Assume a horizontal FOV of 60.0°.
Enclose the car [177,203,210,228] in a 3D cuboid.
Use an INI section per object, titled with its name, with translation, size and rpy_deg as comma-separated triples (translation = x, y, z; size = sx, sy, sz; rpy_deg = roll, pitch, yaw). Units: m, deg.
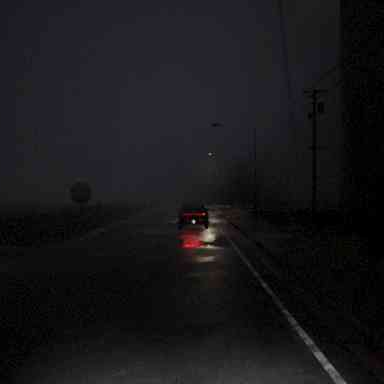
[car]
translation = 0.104, 1.493, 22.033
size = 1.837, 1.490, 4.892
rpy_deg = 0, 0, 0
